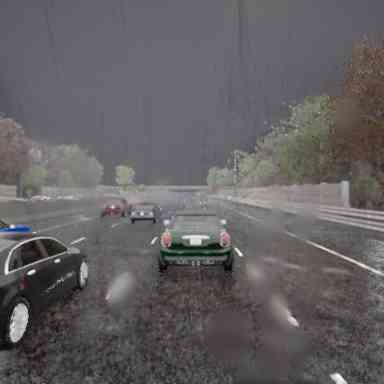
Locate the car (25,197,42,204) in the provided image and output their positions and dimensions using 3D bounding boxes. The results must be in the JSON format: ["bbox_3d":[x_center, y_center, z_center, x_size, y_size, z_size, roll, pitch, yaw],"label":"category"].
[{"bbox_3d":[-28.009,1.581,60.043,2.033,1.411,5.357,0,0,0],"label":"car"}]

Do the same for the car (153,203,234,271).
[{"bbox_3d":[0.099,1.352,11.008,2.097,1.767,4.553,0,0,0],"label":"car"}]

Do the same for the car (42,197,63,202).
[{"bbox_3d":[-24.514,1.583,60.188,2.033,1.411,5.357,0,0,0],"label":"car"}]

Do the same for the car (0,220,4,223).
[{"bbox_3d":[-6.900,1.478,10.432,1.882,1.535,5.008,0,0,0],"label":"car"}]

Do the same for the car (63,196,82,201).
[{"bbox_3d":[-21.028,1.530,60.409,2.128,1.511,4.902,0,0,1],"label":"car"}]

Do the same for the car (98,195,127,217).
[{"bbox_3d":[-6.903,1.363,31.060,2.097,1.767,4.553,0,0,0],"label":"car"}]

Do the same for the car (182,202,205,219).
[{"bbox_3d":[0.101,1.611,29.854,1.895,1.301,4.718,0,0,0],"label":"car"}]

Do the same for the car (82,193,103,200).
[{"bbox_3d":[-17.526,1.262,60.382,2.150,2.045,5.566,0,0,1],"label":"car"}]

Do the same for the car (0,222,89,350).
[{"bbox_3d":[-3.400,1.503,6.185,1.837,1.490,4.892,0,0,0],"label":"car"}]

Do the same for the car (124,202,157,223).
[{"bbox_3d":[-3.400,1.554,25.219,2.033,1.411,5.357,0,0,0],"label":"car"}]
